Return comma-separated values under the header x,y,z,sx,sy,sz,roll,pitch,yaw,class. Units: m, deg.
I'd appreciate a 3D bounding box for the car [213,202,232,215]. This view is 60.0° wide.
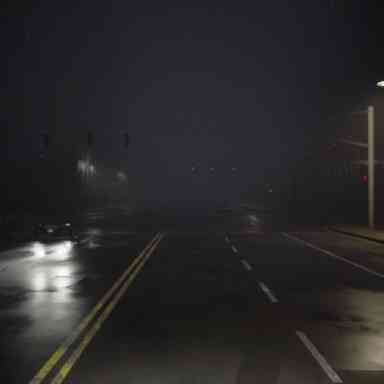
x,y,z,sx,sy,sz,roll,pitch,yaw,class
3.580,1.849,38.824,2.033,1.411,5.357,0,0,0,car

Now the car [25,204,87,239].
x,y,z,sx,sy,sz,roll,pitch,yaw,class
-7.144,1.636,18.552,2.128,1.511,4.902,0,0,-7,car

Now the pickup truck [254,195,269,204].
x,y,z,sx,sy,sz,roll,pitch,yaw,class
16.590,1.663,78.012,2.390,2.098,6.274,0,-1,30,pickup truck

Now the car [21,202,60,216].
x,y,z,sx,sy,sz,roll,pitch,yaw,class
-15.269,1.759,34.479,4.902,1.511,2.128,0,-1,9,car
